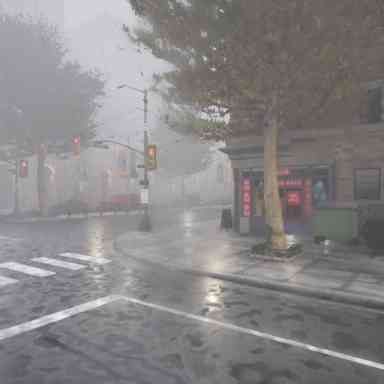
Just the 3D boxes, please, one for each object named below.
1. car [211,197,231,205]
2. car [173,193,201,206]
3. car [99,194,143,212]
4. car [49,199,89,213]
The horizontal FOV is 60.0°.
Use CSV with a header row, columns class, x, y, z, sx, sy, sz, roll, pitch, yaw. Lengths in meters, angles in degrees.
class,x,y,z,sx,sy,sz,roll,pitch,yaw
car,5.115,1.525,57.721,1.812,1.442,4.674,0,0,36
car,-0.782,1.220,55.582,2.150,2.045,5.566,0,0,36
car,-8.291,1.221,39.229,2.150,2.045,5.566,0,0,36
car,-13.877,1.525,37.434,1.812,1.442,4.674,0,0,36
